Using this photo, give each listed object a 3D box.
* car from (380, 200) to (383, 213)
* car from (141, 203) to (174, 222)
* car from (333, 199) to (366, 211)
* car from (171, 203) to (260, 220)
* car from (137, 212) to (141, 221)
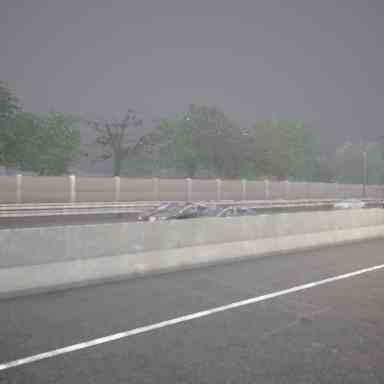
[{"bbox_3d":[23.884,1.580,37.925,5.357,1.411,2.033,0,0,-35],"label":"car"},{"bbox_3d":[-0.372,1.499,20.895,4.902,1.511,2.128,0,0,-35],"label":"car"},{"bbox_3d":[18.222,1.553,38.257,4.674,1.442,1.812,0,0,-35],"label":"car"},{"bbox_3d":[1.657,1.499,18.043,4.902,1.511,2.128,0,0,-35],"label":"car"},{"bbox_3d":[-1.682,1.534,24.256,4.674,1.442,1.812,0,0,-35],"label":"car"}]
